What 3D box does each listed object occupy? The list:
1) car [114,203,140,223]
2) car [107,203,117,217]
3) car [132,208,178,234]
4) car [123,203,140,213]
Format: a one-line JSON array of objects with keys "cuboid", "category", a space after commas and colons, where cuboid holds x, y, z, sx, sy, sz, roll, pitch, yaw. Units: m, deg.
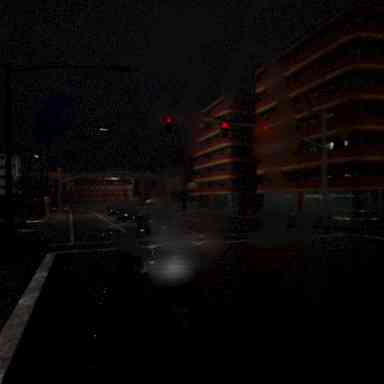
[{"cuboid": [-5.869, 2.038, 31.450, 1.812, 1.442, 4.674, 0, -1, -20], "category": "car"}, {"cuboid": [-9.348, 2.193, 40.953, 1.837, 1.490, 4.892, 0, -1, -20], "category": "car"}, {"cuboid": [-2.414, 1.940, 22.030, 1.895, 1.301, 4.718, 0, -1, -20], "category": "car"}, {"cuboid": [-9.516, 2.443, 52.151, 1.895, 1.301, 4.718, 0, -1, -20], "category": "car"}]
